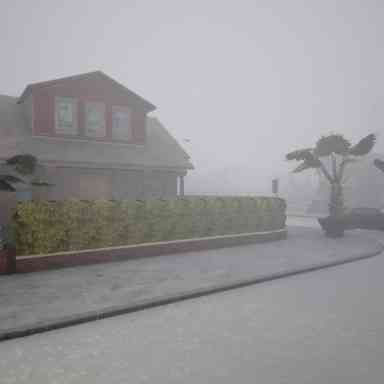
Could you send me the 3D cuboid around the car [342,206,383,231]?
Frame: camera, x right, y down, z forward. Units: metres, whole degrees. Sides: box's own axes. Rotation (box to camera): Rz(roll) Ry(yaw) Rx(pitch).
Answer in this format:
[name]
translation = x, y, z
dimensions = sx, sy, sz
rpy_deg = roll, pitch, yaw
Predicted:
[car]
translation = 10.240, 1.525, 18.095
dimensions = 1.812, 1.442, 4.674
rpy_deg = 0, 0, -24
